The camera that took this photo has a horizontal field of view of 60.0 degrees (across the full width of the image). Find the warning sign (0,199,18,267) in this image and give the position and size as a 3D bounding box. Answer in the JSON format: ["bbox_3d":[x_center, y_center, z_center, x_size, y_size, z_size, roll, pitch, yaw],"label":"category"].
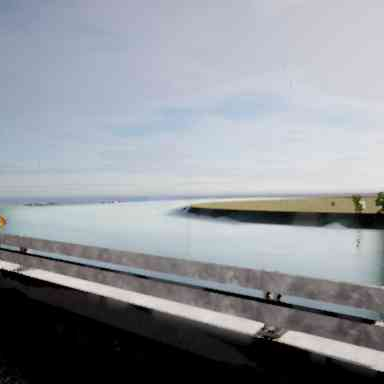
[{"bbox_3d":[-5.846,1.159,9.334,1.060,1.860,1.300,-1,0,36],"label":"warning sign"}]
